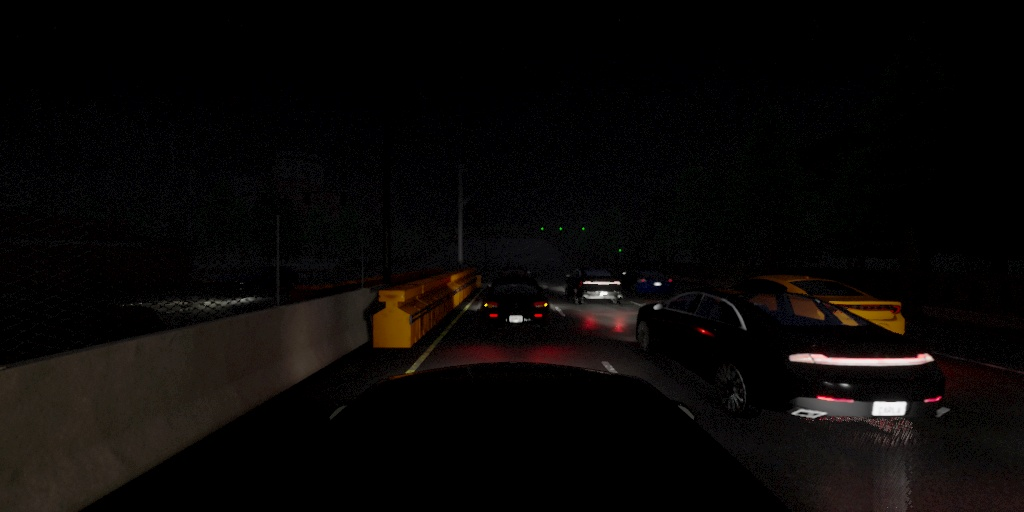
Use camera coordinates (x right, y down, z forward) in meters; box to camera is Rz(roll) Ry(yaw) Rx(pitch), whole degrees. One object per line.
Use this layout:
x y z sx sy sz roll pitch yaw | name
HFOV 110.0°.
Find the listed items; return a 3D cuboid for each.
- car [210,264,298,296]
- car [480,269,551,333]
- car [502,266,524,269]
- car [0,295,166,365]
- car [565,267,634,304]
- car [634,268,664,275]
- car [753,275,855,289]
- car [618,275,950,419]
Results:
-14.048 1.246 19.890 1.882 1.535 5.008 0 0 0 | car
0.087 1.285 10.600 1.812 1.442 4.674 0 0 0 | car
0.080 1.295 20.762 1.812 1.442 4.674 0 0 0 | car
-7.087 1.278 4.495 1.812 1.442 4.674 0 0 0 | car
3.584 1.258 16.339 2.128 1.511 4.902 0 0 1 | car
7.079 1.333 19.429 1.994 1.385 4.181 0 0 0 | car
7.093 1.236 9.491 1.882 1.535 5.008 0 0 0 | car
3.599 1.246 5.857 2.128 1.511 4.902 0 0 0 | car
